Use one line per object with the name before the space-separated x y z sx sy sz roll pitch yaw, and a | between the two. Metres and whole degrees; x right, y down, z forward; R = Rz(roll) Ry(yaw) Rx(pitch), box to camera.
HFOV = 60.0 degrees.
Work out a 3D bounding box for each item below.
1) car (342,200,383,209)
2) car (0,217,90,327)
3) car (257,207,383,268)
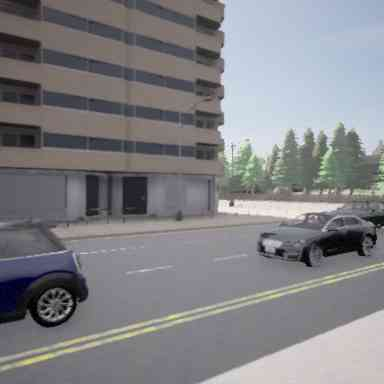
car | 9.618 1.285 19.104 4.553 1.767 2.097 0 0 -35
car | -4.139 1.318 5.362 4.553 1.767 2.097 0 0 -35
car | 4.332 1.449 11.257 4.902 1.511 2.128 0 0 -35
